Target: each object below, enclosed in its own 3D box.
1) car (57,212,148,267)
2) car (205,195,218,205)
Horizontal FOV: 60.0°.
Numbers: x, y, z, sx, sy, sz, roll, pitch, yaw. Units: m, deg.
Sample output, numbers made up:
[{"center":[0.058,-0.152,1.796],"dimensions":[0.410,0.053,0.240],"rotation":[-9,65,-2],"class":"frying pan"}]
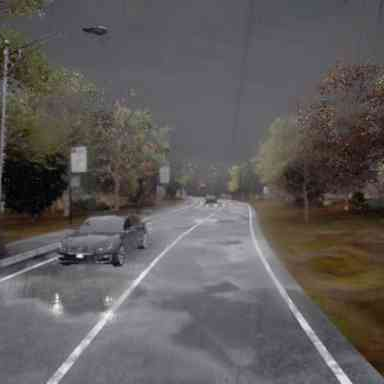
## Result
[{"center":[-2.854,1.501,11.614],"dimensions":[1.837,1.490,4.892],"rotation":[0,0,6],"class":"car"},{"center":[3.180,1.251,53.281],"dimensions":[2.033,1.411,5.357],"rotation":[0,0,5],"class":"car"}]
